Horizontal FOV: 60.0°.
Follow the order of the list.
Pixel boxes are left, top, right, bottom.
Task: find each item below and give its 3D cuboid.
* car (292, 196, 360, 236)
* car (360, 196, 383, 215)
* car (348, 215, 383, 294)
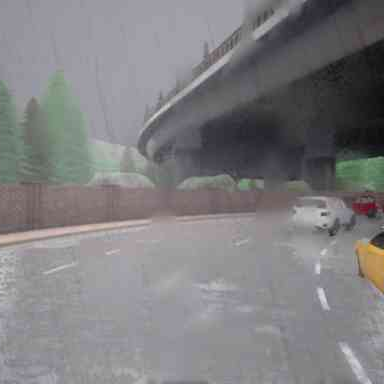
[{"bbox_3d":[7.696,1.286,19.258,2.150,2.045,5.566,1,0,39],"label":"car"},{"bbox_3d":[14.083,1.344,29.493,5.566,2.045,2.150,1,0,-30],"label":"car"},{"bbox_3d":[4.945,1.525,7.231,1.882,1.535,5.008,0,0,16],"label":"car"}]
